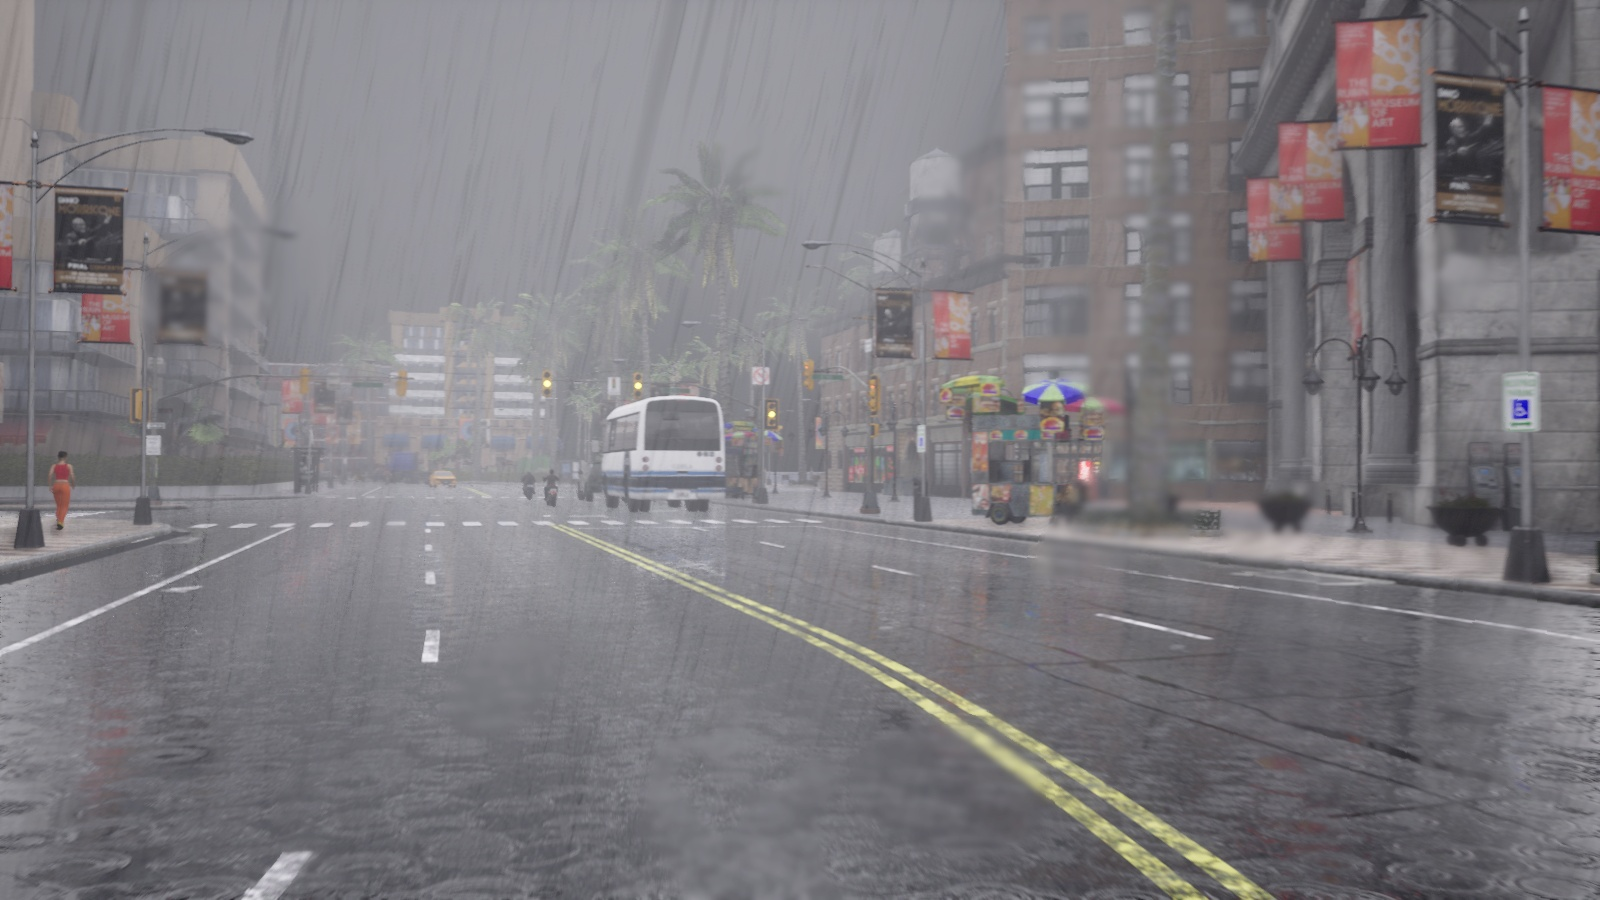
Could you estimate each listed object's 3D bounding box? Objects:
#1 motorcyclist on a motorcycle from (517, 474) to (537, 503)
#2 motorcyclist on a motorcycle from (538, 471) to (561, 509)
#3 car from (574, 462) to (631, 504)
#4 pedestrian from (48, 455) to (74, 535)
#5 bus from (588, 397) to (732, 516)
[{"bbox_3d":[-14.650,2.050,67.380,0.866,1.530,2.191,0,-1,-17],"label":"motorcyclist on a motorcycle"},{"bbox_3d":[-11.085,1.749,55.516,0.766,1.649,2.350,0,-1,-17],"label":"motorcyclist on a motorcycle"},{"bbox_3d":[-10.279,1.673,64.995,2.150,2.045,5.566,0,-1,-17],"label":"car"},{"bbox_3d":[-17.149,1.044,29.152,0.345,1.836,0.594,0,-1,-10],"label":"pedestrian"},{"bbox_3d":[-5.860,0.309,50.286,3.944,4.253,10.273,0,-1,-17],"label":"bus"}]
